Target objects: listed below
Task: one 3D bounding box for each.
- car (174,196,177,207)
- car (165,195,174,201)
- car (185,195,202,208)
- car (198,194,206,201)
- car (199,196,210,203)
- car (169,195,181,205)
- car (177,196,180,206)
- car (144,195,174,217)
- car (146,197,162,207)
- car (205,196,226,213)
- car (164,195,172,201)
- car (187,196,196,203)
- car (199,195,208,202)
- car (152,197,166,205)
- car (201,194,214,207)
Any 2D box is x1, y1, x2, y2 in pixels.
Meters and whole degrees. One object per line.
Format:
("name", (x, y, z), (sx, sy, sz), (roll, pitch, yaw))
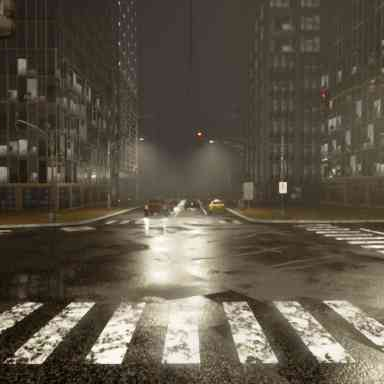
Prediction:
("car", (-3.161, 1.455, 40.468), (1.882, 1.535, 5.008), (0, 0, 0))
("car", (-5.816, 1.486, 86.473), (1.947, 1.339, 4.313), (-1, 0, 0))
("car", (0.019, 1.535, 46.235), (1.994, 1.385, 4.181), (0, 0, 0))
("car", (2.529, 1.360, 86.427), (1.967, 1.590, 4.097), (-1, 0, 0))
("car", (2.560, 1.510, 69.404), (1.947, 1.339, 4.313), (-1, 0, 0))
("car", (-3.126, 1.432, 60.954), (1.882, 1.535, 5.008), (0, 0, 0))
("car", (-3.152, 1.568, 50.479), (1.895, 1.301, 4.718), (0, 0, 0))
("car", (-3.166, 1.337, 31.170), (2.097, 1.767, 4.553), (0, 0, 0))
("car", (-5.929, 1.531, 52.430), (1.947, 1.339, 4.313), (-1, 0, 0))
("car", (2.744, 1.506, 36.814), (1.752, 1.417, 4.829), (-1, 0, 0))
("car", (-5.807, 1.510, 80.800), (1.802, 1.307, 4.206), (-1, 0, 0))
("car", (-0.074, 1.548, 66.698), (1.895, 1.301, 4.718), (0, 0, 1))
("car", (2.550, 1.487, 75.078), (2.008, 1.369, 4.403), (-1, 0, 0))
("car", (-5.769, 1.524, 58.105), (1.947, 1.339, 4.313), (-1, 0, 0))
("car", (2.624, 1.281, 51.895), (2.192, 1.841, 5.009), (-1, 0, 0))
